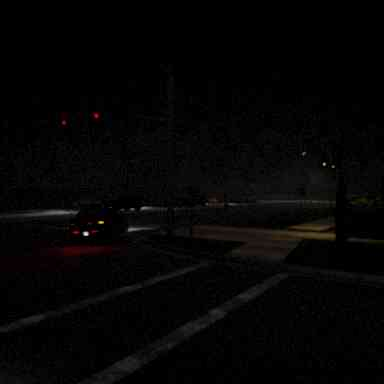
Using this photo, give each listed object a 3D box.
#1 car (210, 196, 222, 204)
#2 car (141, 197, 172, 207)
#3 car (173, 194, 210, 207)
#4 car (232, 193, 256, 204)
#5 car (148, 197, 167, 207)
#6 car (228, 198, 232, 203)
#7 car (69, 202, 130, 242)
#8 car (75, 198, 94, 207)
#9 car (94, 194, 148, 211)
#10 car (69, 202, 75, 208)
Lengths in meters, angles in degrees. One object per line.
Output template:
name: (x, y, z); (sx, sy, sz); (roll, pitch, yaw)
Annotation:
car: (4.335, 1.542, 67.999); (1.882, 1.535, 5.008); (0, 0, 36)
car: (-5.739, 1.606, 54.303); (2.033, 1.411, 5.357); (0, 0, 36)
car: (0.001, 1.270, 50.336); (2.150, 2.045, 5.566); (0, 0, 36)
car: (10.574, 1.265, 64.675); (2.150, 2.045, 5.566); (0, 0, 36)
car: (-4.133, 1.541, 50.589); (2.128, 1.511, 4.902); (0, 0, 36)
car: (9.273, 1.581, 68.815); (1.812, 1.442, 4.674); (0, 0, 35)
car: (-4.578, 1.527, 16.578); (1.837, 1.490, 4.892); (-3, 0, -1)
car: (-11.363, 1.654, 40.688); (1.895, 1.301, 4.718); (0, 0, 36)
car: (-8.204, 1.270, 39.085); (2.150, 2.045, 5.566); (0, 0, 36)
car: (-13.640, 1.536, 43.497); (1.882, 1.535, 5.008); (0, 0, 36)
